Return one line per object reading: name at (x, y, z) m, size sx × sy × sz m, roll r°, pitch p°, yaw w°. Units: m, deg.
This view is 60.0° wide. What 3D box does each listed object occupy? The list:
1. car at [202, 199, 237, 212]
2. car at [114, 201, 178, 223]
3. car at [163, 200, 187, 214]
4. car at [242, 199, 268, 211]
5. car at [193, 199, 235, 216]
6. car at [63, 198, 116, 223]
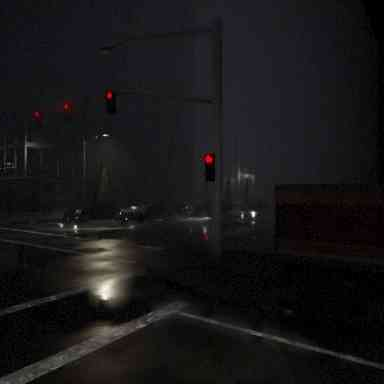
car at (3.537, 1.603, 41.789) m, size 2.033 × 1.411 × 5.357 m, roll 0°, pitch 0°, yaw 35°
car at (-3.483, 1.656, 25.994) m, size 1.895 × 1.301 × 4.718 m, roll 0°, pitch 0°, yaw 36°
car at (-2.425, 1.560, 33.475) m, size 1.837 × 1.490 × 4.892 m, roll 0°, pitch 0°, yaw 36°
car at (8.015, 1.581, 42.007) m, size 1.812 × 1.442 × 4.674 m, roll 0°, pitch 0°, yaw 36°
car at (2.039, 1.533, 33.693) m, size 1.882 × 1.535 × 5.008 m, roll 0°, pitch 0°, yaw 35°
car at (-7.748, 1.407, 26.047) m, size 2.097 × 1.767 × 4.553 m, roll 0°, pitch 0°, yaw 36°
